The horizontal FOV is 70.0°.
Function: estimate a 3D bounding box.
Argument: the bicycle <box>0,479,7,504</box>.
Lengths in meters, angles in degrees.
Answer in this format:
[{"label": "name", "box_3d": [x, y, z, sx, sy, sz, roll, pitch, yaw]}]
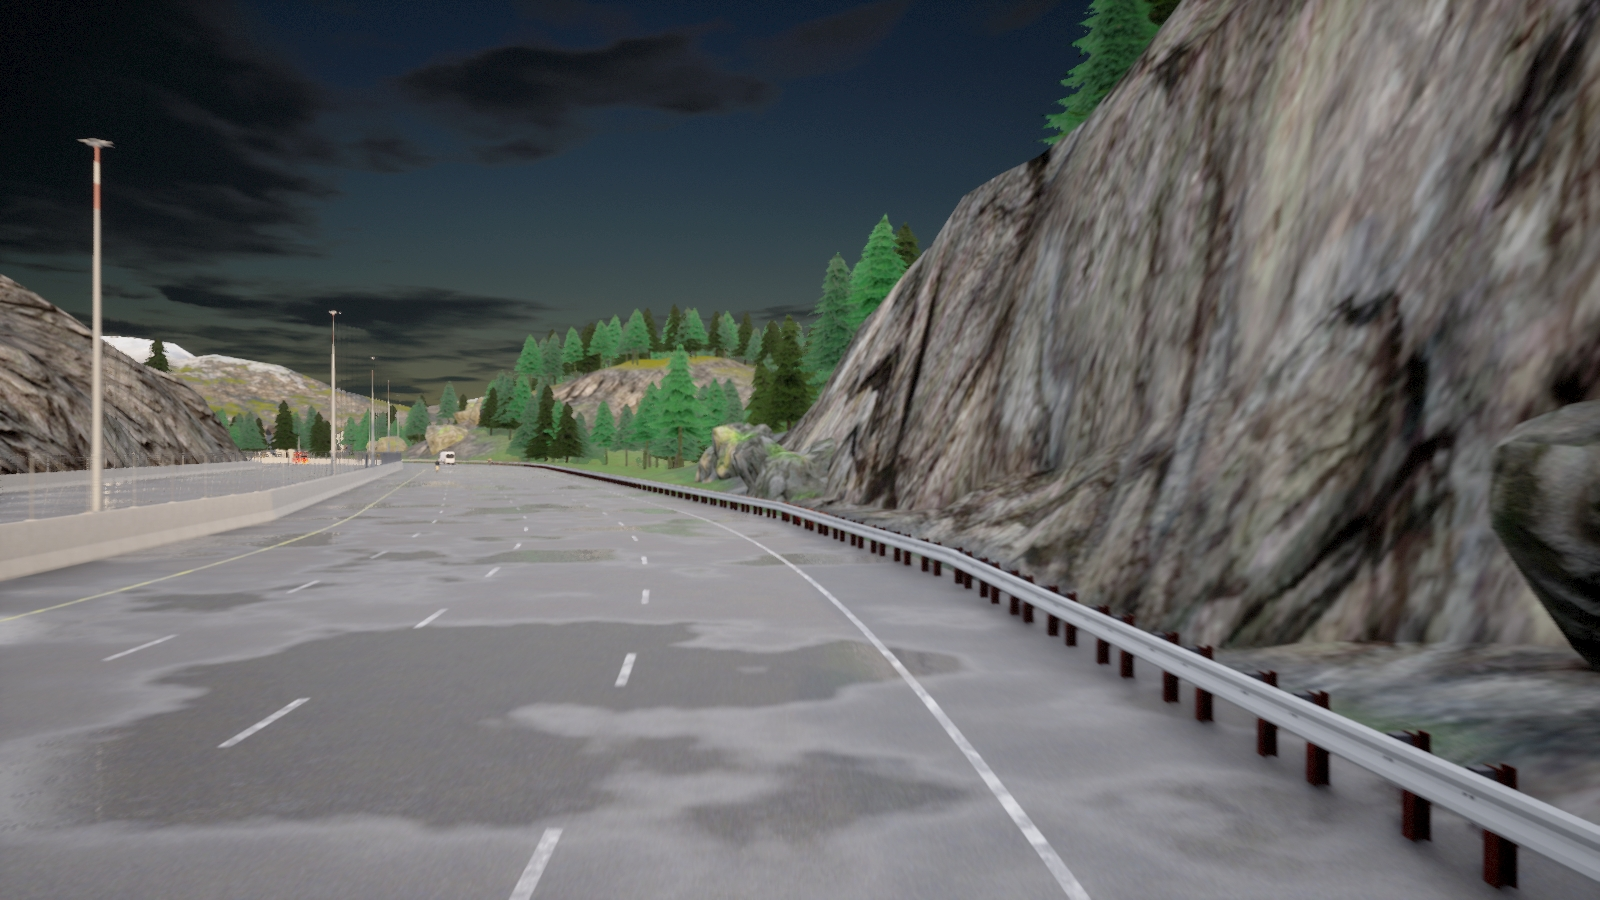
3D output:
[{"label": "bicycle", "box_3d": [-42.454, 2.203, 60.064, 0.859, 1.295, 1.487, 0, 0, -16]}]
